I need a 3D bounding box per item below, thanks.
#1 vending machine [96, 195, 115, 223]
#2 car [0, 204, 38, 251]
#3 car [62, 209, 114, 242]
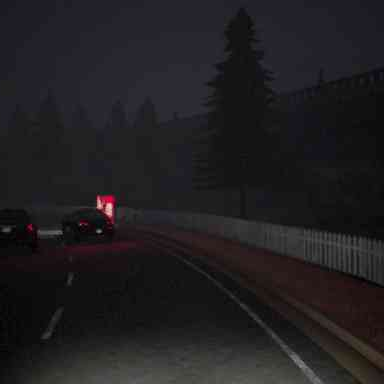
[{"bbox_3d":[-6.585,1.260,25.430,1.100,2.100,0.880,0,0,-43],"label":"vending machine"},{"bbox_3d":[-7.739,1.420,14.024,2.097,1.767,4.553,-1,0,-27],"label":"car"},{"bbox_3d":[-5.345,1.577,16.923,1.812,1.442,4.674,0,0,-30],"label":"car"}]
